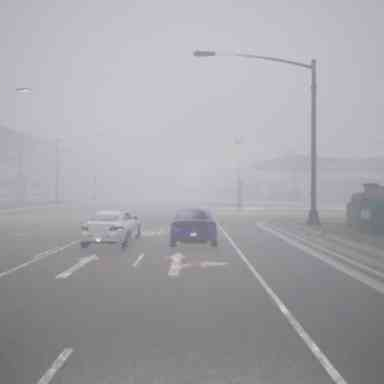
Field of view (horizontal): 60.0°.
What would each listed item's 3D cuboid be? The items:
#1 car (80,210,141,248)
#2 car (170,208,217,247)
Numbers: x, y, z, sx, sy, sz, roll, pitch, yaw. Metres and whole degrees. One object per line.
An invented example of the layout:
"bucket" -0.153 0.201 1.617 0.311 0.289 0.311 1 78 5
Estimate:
"car" -3.423 1.495 14.477 1.812 1.442 4.674 0 0 0
"car" 0.081 1.445 15.031 1.882 1.535 5.008 0 0 0
